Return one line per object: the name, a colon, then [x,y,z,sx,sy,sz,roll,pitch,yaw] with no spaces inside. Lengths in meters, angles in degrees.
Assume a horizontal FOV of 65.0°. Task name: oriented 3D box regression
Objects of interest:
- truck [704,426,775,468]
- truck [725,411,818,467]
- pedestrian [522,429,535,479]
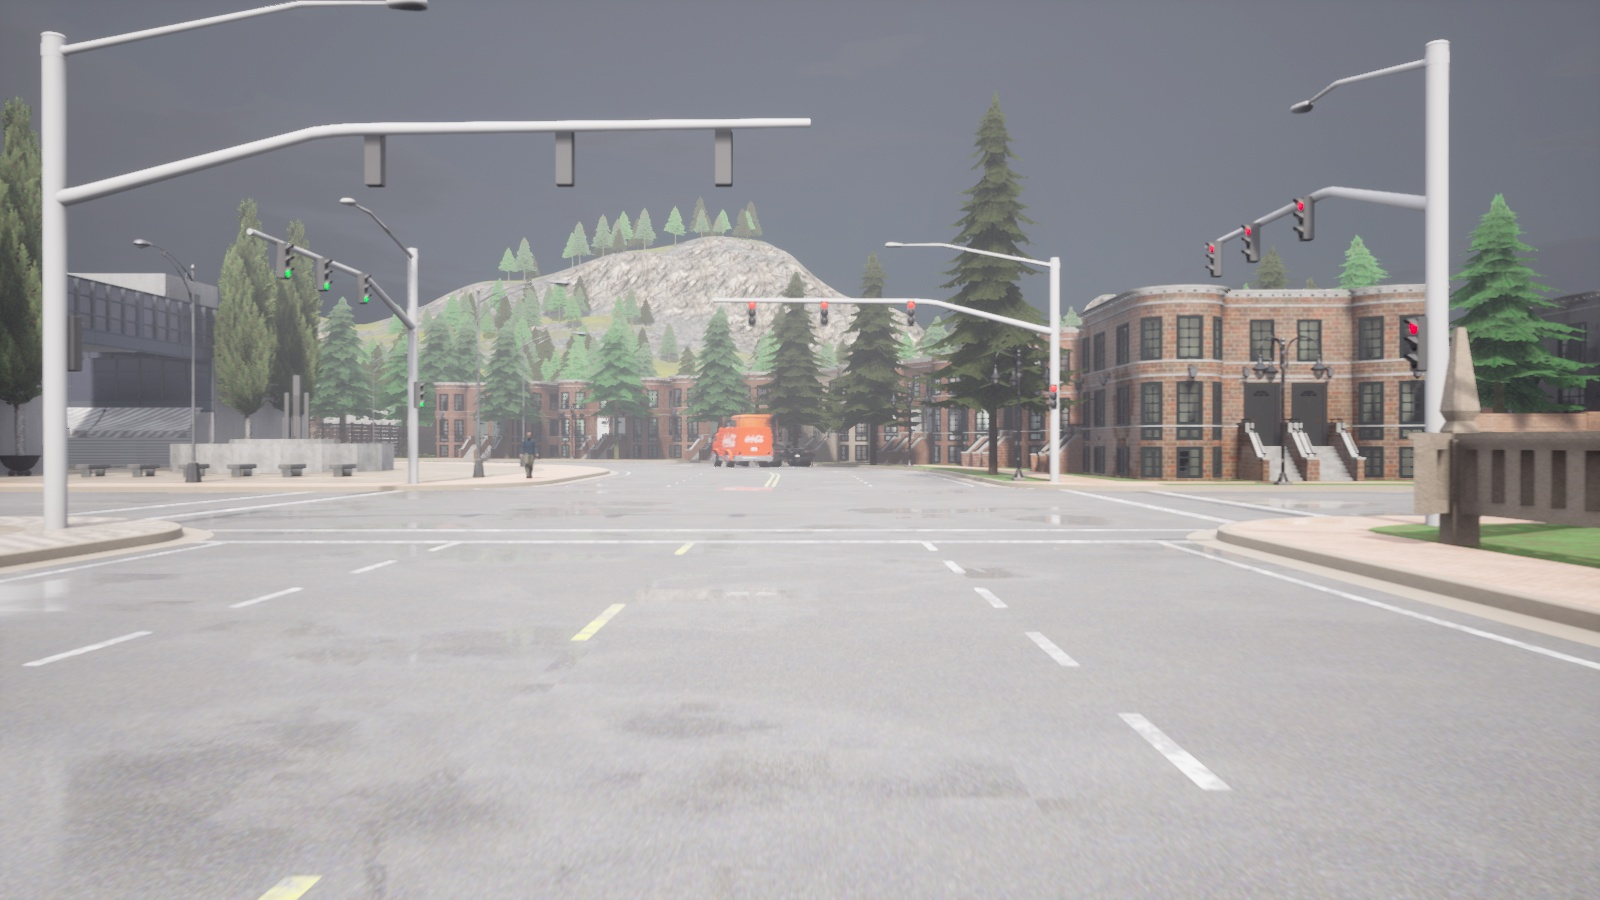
truck: [-3.757,-0.175,76.636,2.627,2.467,5.204,0,0,-24]
truck: [-1.948,-0.693,80.887,2.891,3.462,7.936,0,0,-26]
pedestrian: [-10.106,0.134,46.678,0.402,1.842,0.726,0,0,-6]
